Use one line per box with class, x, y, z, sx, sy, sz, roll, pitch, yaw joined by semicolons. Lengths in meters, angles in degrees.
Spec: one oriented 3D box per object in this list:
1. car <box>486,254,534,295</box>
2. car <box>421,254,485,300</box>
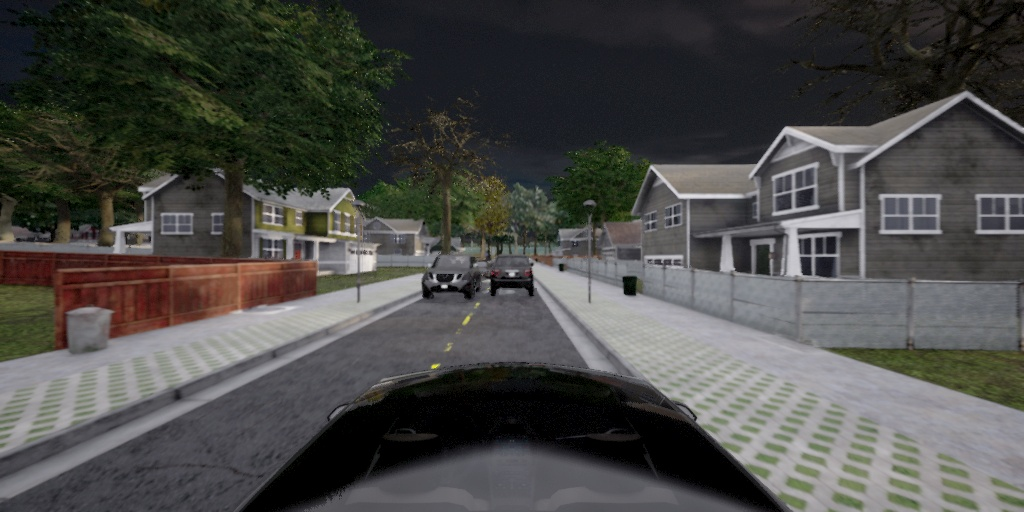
car;0.024;0.904;19.202;2.150;2.045;5.566;0;1;0
car;-2.783;0.908;17.631;2.150;2.045;5.566;0;0;0
